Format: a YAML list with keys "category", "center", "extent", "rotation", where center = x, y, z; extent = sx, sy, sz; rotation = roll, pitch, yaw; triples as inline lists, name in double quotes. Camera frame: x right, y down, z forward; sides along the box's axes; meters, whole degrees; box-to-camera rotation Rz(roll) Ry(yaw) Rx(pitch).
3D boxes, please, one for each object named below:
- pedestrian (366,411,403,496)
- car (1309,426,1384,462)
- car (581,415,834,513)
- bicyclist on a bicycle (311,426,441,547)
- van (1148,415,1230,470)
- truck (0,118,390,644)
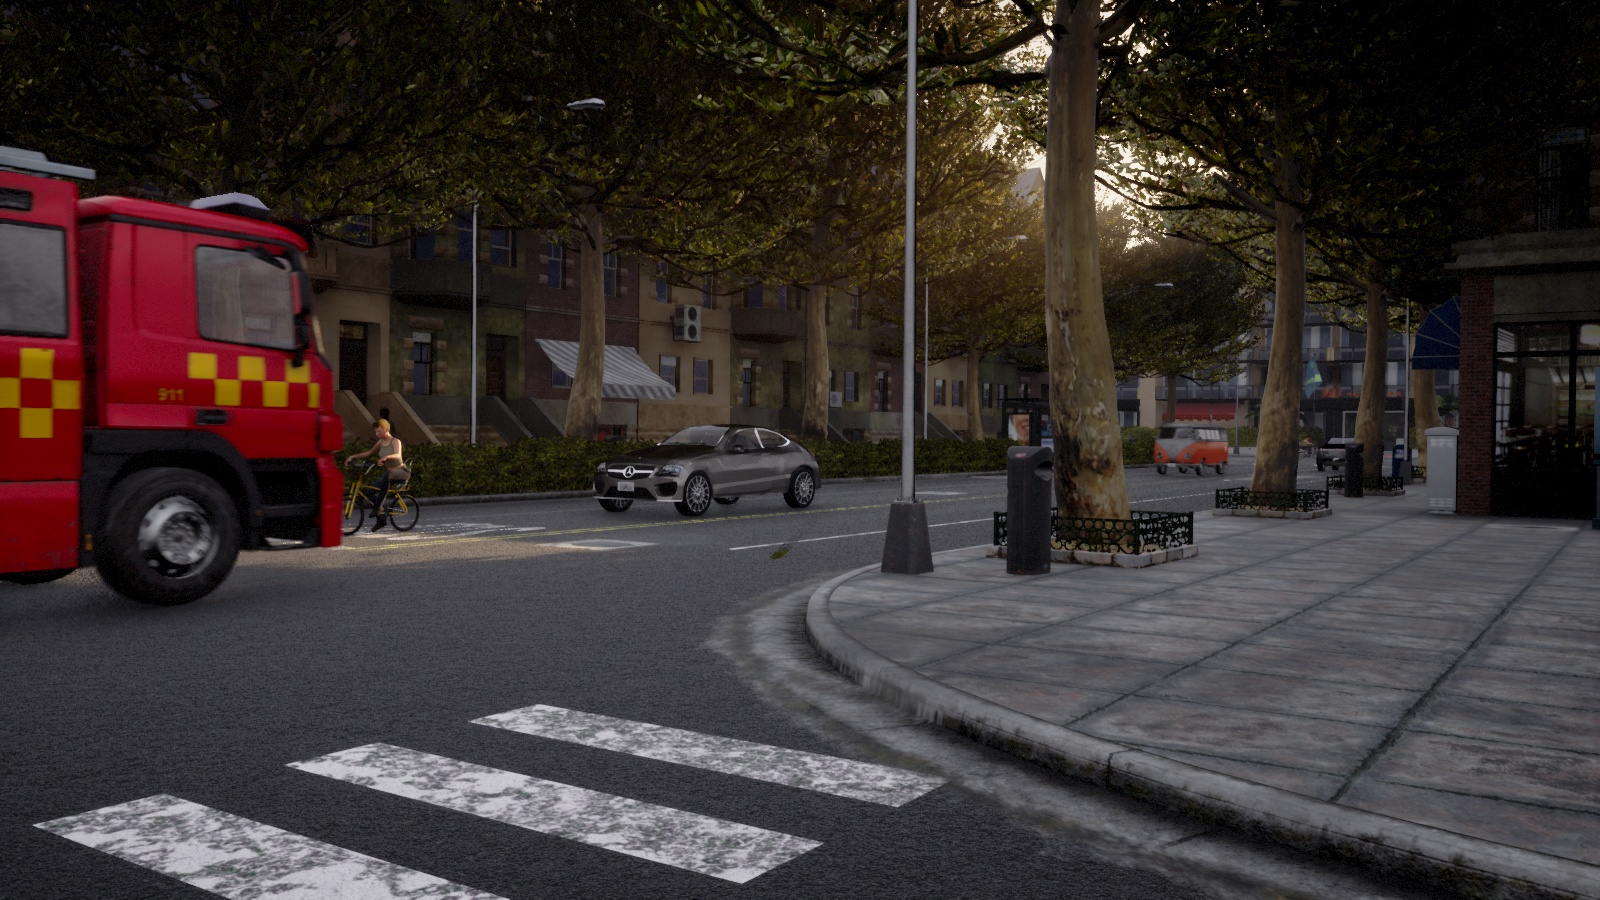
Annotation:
- category: "pedestrian"
  center: [-9.568, 0.080, 28.912]
  extent: [0.395, 1.930, 0.692]
  rotation: [0, 1, 41]
- category: "car"
  center: [24.162, -0.288, 55.410]
  extent: [2.128, 1.511, 4.902]
  rotation: [0, 1, 34]
- category: "car"
  center: [-1.618, 0.197, 24.012]
  extent: [2.152, 1.651, 5.027]
  rotation: [0, 1, 35]
- category: "bicyclist on a bicycle"
  center: [-5.954, 0.480, 17.696]
  extent: [0.866, 1.612, 1.509]
  rotation: [0, 1, 34]
- category: "van"
  center: [14.998, -0.310, 48.238]
  extent: [1.775, 1.987, 4.442]
  rotation: [0, 1, 34]
- category: "truck"
  center: [-7.501, -0.492, 9.247]
  extent: [2.891, 3.827, 8.468]
  rotation: [0, 1, 34]
